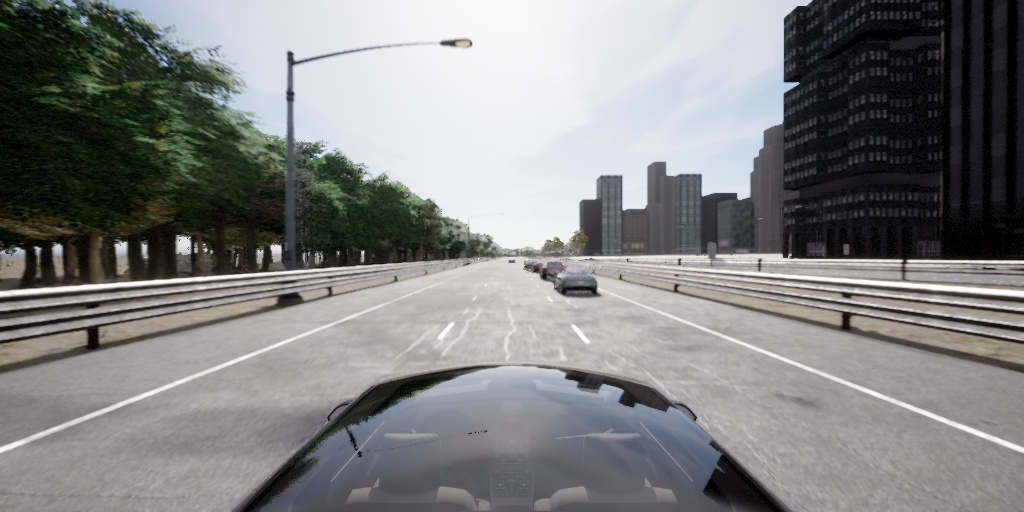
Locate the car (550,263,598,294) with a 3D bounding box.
[{"bbox_3d":[3.494,1.308,20.256,1.994,1.385,4.181,0,0,0],"label":"car"}]

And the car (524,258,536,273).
[{"bbox_3d":[3.060,1.219,43.098,2.163,1.488,4.792,0,0,-14],"label":"car"}]

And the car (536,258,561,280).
[{"bbox_3d":[3.490,1.166,31.255,2.033,1.649,4.856,0,0,0],"label":"car"}]
